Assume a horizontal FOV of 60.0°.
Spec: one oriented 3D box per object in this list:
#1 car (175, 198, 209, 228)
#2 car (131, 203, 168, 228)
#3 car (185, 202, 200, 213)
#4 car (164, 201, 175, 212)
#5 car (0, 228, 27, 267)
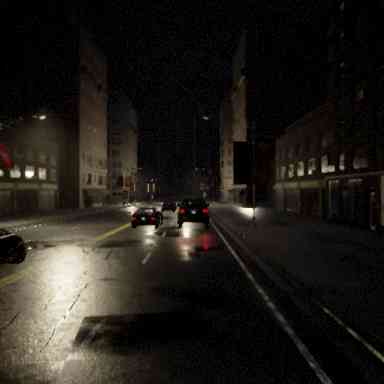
[{"bbox_3d":[0.102,1.480,24.629,2.150,2.045,5.566,0,-1,0],"label":"car"},{"bbox_3d":[-3.157,1.803,24.113,2.033,1.411,5.357,0,-1,0],"label":"car"},{"bbox_3d":[0.103,2.055,45.491,1.895,1.301,4.718,0,-1,0],"label":"car"},{"bbox_3d":[-3.147,2.002,45.554,2.033,1.411,5.357,0,-1,0],"label":"car"},{"bbox_3d":[-6.581,1.669,9.538,1.994,1.385,4.181,0,-1,0],"label":"car"}]
